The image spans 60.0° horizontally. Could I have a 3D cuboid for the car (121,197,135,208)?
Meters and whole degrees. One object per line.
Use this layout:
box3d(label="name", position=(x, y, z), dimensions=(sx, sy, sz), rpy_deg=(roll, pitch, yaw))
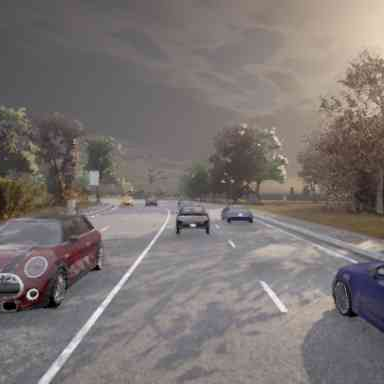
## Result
box3d(label="car", position=(-9.529, 1.483, 49.206), dimensions=(1.882, 1.535, 5.008), rpy_deg=(0, 0, -10))

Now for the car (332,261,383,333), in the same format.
box3d(label="car", position=(3.602, 1.527, 4.476), dimensions=(1.812, 1.442, 4.674), rpy_deg=(0, 0, 0))

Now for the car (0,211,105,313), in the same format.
box3d(label="car", position=(-3.612, 1.354, 7.886), dimensions=(2.097, 1.767, 4.553), rpy_deg=(0, 0, 0))

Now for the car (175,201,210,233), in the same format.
box3d(label="car", position=(0.017, 1.497, 19.521), dimensions=(2.128, 1.511, 4.902), rpy_deg=(0, 0, -1))

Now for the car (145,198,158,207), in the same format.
box3d(label="car", position=(-6.173, 1.558, 50.681), dimensions=(2.033, 1.411, 5.357), rpy_deg=(0, 0, -9))

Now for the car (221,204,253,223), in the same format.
box3d(label="car", position=(3.368, 1.572, 25.561), dimensions=(1.994, 1.385, 4.181), rpy_deg=(0, 0, -2))
